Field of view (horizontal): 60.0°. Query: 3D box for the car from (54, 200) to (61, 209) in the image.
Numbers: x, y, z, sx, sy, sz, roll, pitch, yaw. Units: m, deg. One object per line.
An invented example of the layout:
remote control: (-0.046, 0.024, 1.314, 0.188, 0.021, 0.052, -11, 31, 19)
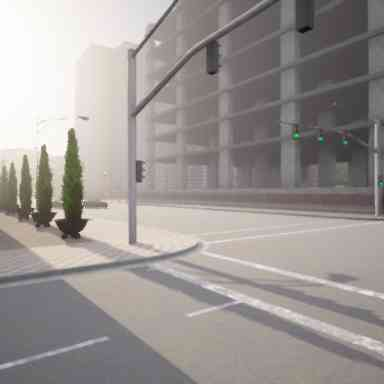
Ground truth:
car: (-17.599, 1.532, 45.593, 2.033, 1.411, 5.357, 0, 0, -35)

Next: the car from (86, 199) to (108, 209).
car: (-12.949, 1.563, 45.045, 1.895, 1.301, 4.718, 0, 0, -35)
